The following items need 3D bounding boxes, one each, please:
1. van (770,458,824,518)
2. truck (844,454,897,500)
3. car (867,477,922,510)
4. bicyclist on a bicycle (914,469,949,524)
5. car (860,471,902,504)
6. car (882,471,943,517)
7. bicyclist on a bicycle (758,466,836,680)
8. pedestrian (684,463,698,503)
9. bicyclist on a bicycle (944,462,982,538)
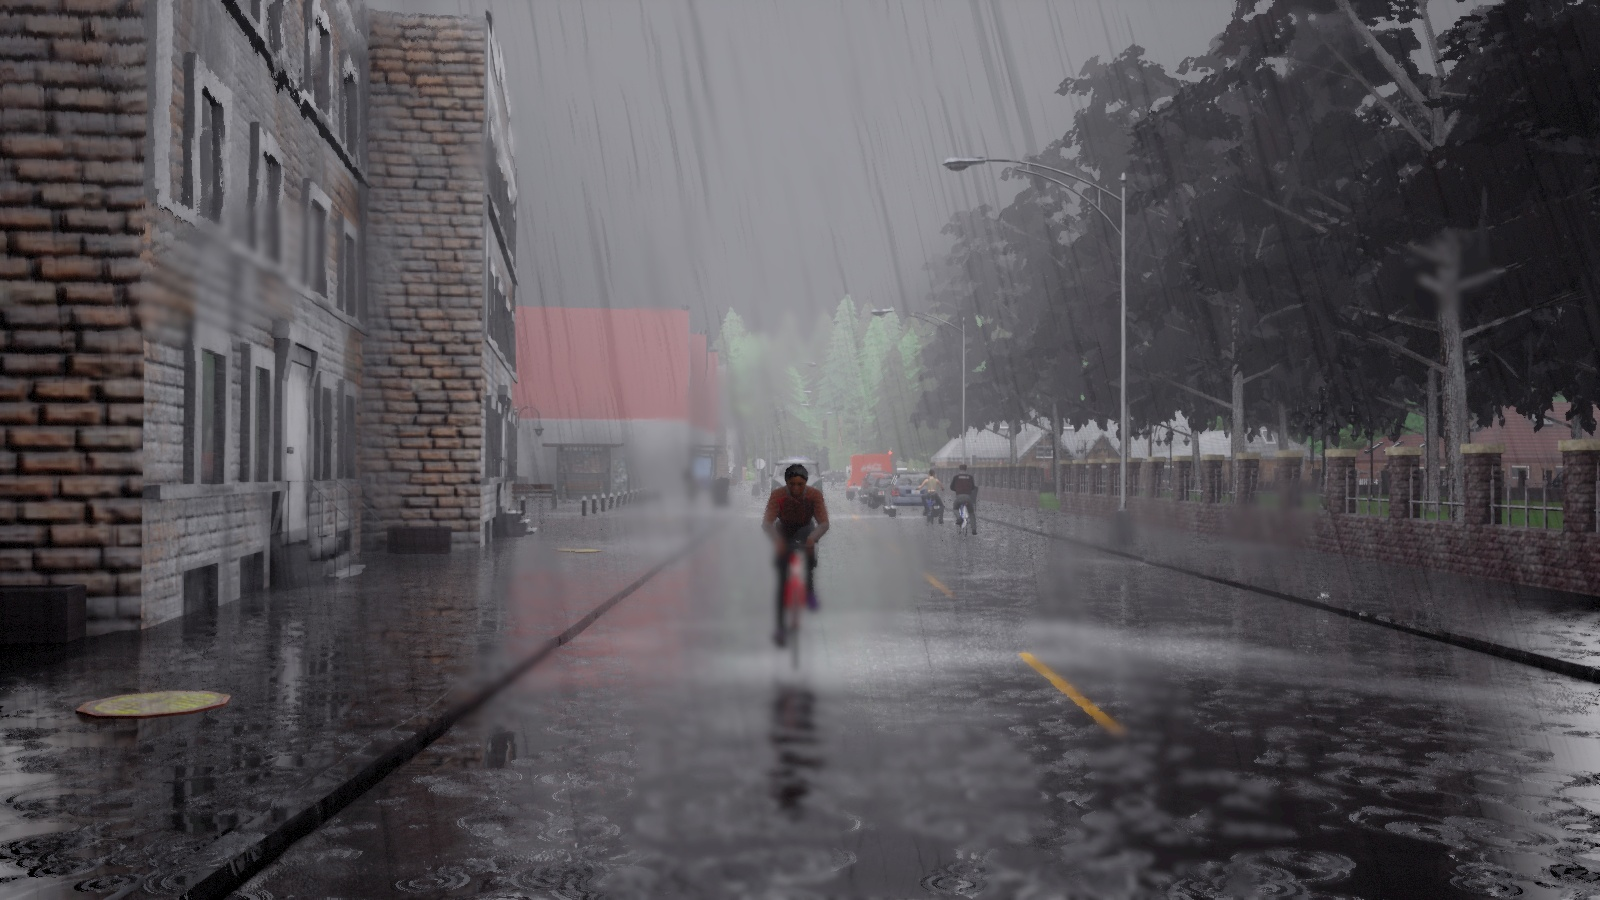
[{"bbox_3d":[-0.098,1.306,44.055,1.775,1.987,4.442,0,-1,0],"label":"van"},{"bbox_3d":[3.876,1.480,69.708,2.627,2.467,5.204,0,-1,0],"label":"truck"},{"bbox_3d":[3.895,1.779,52.486,1.895,1.301,4.718,0,-1,0],"label":"car"},{"bbox_3d":[3.907,1.361,37.320,0.866,1.612,1.509,0,-1,0],"label":"bicyclist on a bicycle"},{"bbox_3d":[3.887,1.798,60.942,1.789,1.549,3.705,0,-1,0],"label":"car"},{"bbox_3d":[3.902,1.515,44.035,1.789,1.549,3.705,0,-1,0],"label":"car"},{"bbox_3d":[-0.025,0.941,10.338,0.582,1.620,1.656,0,-1,0],"label":"bicyclist on a bicycle"},{"bbox_3d":[-5.067,1.520,58.459,0.431,1.840,0.703,0,-1,11],"label":"pedestrian"},{"bbox_3d":[3.927,1.179,30.396,0.659,1.776,1.843,0,-1,0],"label":"bicyclist on a bicycle"}]
